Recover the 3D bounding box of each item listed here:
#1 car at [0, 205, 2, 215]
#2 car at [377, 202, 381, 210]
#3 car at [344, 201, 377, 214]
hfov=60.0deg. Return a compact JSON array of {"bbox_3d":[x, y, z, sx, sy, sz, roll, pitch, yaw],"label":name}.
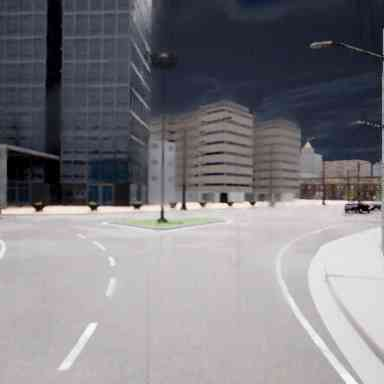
[{"bbox_3d":[-17.778,1.320,26.660,5.008,1.535,1.882,1,0,14],"label":"car"},{"bbox_3d":[27.393,2.101,48.021,4.718,1.301,1.895,1,0,-44],"label":"car"},{"bbox_3d":[20.676,1.884,41.465,4.902,1.511,2.128,1,0,-44],"label":"car"}]
